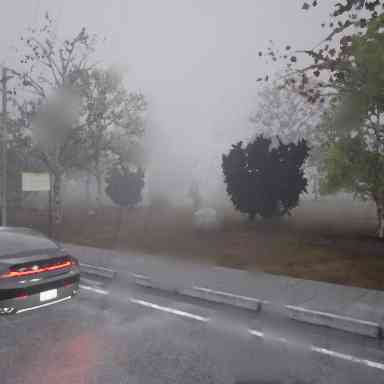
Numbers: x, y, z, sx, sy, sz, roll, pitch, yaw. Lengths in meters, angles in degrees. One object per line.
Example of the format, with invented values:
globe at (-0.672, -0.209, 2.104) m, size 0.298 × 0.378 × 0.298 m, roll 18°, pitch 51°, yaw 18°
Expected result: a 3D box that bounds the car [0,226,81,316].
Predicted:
car at (-4.375, 1.504, 7.111) m, size 4.892 × 1.490 × 1.837 m, roll 0°, pitch 0°, yaw 37°
